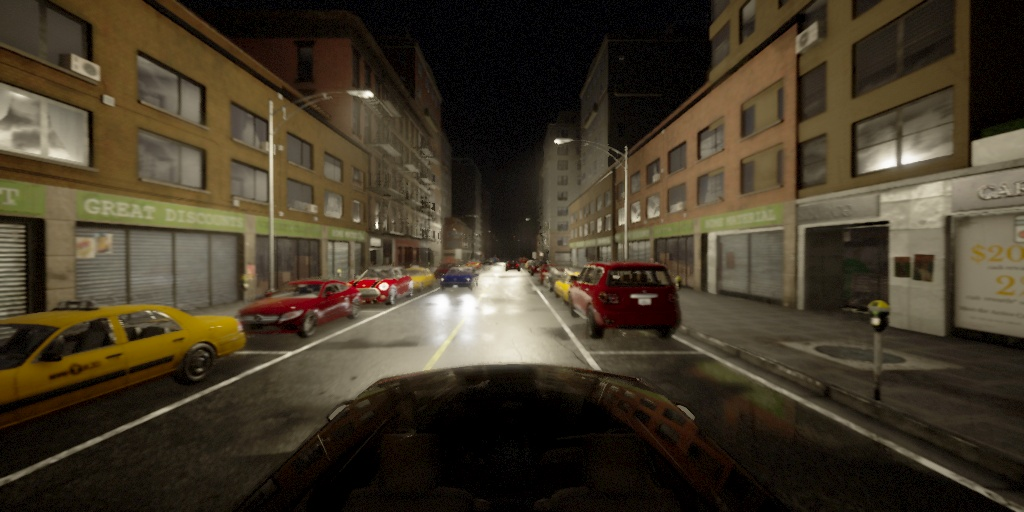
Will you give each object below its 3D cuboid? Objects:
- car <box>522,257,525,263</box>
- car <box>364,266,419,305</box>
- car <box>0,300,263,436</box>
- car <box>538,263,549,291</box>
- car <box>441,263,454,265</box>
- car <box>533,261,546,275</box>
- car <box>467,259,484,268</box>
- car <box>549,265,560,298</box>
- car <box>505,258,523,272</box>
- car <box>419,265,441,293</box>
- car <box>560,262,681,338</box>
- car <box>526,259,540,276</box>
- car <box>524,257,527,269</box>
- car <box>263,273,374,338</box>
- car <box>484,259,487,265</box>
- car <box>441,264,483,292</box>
[{"bbox_3d":[2.840,1.328,54.224,1.751,1.417,4.829,0,0,0],"label":"car"},{"bbox_3d":[-5.673,1.191,15.574,1.967,1.591,4.097,0,0,0],"label":"car"},{"bbox_3d":[-5.669,1.275,4.411,1.751,1.417,4.829,0,0,0],"label":"car"},{"bbox_3d":[2.851,1.305,21.073,2.007,1.370,4.403,0,0,0],"label":"car"},{"bbox_3d":[-5.678,1.311,32.064,1.888,1.381,4.507,0,0,0],"label":"car"},{"bbox_3d":[2.849,1.304,26.570,1.888,1.381,4.507,0,0,0],"label":"car"},{"bbox_3d":[-5.685,1.243,54.051,1.967,1.591,4.097,0,0,0],"label":"car"},{"bbox_3d":[2.853,1.276,15.747,1.751,1.417,4.829,0,0,0],"label":"car"},{"bbox_3d":[0.086,1.315,47.159,1.812,1.442,4.674,0,0,0],"label":"car"},{"bbox_3d":[-5.674,1.280,20.900,1.751,1.417,4.829,0,0,0],"label":"car"},{"bbox_3d":[2.855,1.064,10.081,2.192,1.841,5.009,0,0,0],"label":"car"},{"bbox_3d":[2.846,1.213,37.563,1.967,1.591,4.097,0,0,0],"label":"car"},{"bbox_3d":[2.844,1.221,43.060,1.967,1.591,4.097,0,0,0],"label":"car"},{"bbox_3d":[-5.671,1.331,10.078,1.802,1.307,4.207,0,0,0],"label":"car"},{"bbox_3d":[-5.687,1.381,59.547,1.948,1.339,4.313,0,0,0],"label":"car"},{"bbox_3d":[-3.088,1.356,21.769,1.895,1.301,4.718,0,0,0],"label":"car"}]
